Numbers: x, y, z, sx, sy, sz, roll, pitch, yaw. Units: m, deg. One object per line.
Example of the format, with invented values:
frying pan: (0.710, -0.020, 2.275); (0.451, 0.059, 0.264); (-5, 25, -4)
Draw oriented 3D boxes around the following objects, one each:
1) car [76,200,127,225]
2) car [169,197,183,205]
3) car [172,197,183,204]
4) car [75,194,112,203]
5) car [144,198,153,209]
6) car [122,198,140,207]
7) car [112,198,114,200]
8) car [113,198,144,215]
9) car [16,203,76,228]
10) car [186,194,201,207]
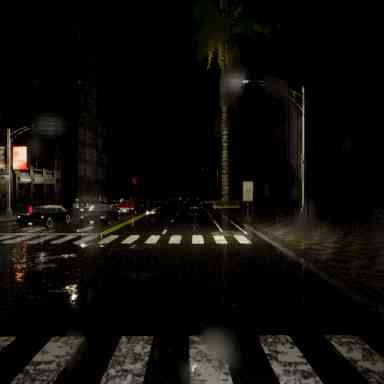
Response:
car: (-6.500, 1.553, 24.179); (2.033, 1.411, 5.357); (0, 0, 0)
car: (-2.926, 1.610, 57.724); (1.994, 1.385, 4.181); (0, 0, 1)
car: (-2.885, 1.633, 67.682); (1.994, 1.385, 4.181); (0, 0, 0)
car: (-9.715, 1.231, 32.133); (2.150, 2.045, 5.566); (0, 0, 0)
car: (-6.405, 1.527, 44.566); (1.837, 1.490, 4.892); (0, 0, 0)
car: (-9.590, 1.636, 52.283); (1.895, 1.301, 4.718); (0, 0, 1)
car: (-9.667, 1.511, 42.154); (2.128, 1.511, 4.902); (0, 0, 1)
car: (-6.453, 1.537, 34.136); (1.812, 1.442, 4.674); (0, 0, 0)
car: (-9.771, 1.606, 22.376); (1.895, 1.301, 4.718); (0, 0, 1)
car: (0.217, 1.259, 53.431); (2.150, 2.045, 5.566); (0, 0, 0)
